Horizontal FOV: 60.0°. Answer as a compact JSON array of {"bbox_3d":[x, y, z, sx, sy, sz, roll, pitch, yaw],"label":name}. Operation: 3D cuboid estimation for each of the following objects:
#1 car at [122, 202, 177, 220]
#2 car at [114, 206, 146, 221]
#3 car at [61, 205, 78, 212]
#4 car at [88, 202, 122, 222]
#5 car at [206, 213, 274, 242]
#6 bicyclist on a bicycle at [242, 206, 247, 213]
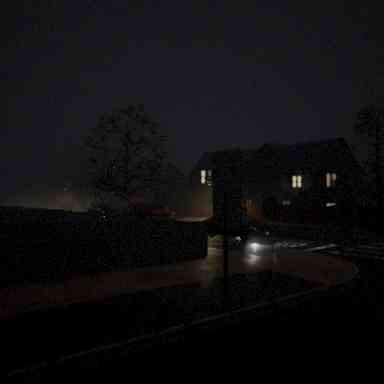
[{"bbox_3d":[-3.430,1.870,27.682,2.150,2.045,5.566,-1,-1,-35],"label":"car"},{"bbox_3d":[-7.181,2.400,38.004,1.812,1.442,4.674,-1,-1,-36],"label":"car"},{"bbox_3d":[-21.237,2.975,57.673,1.812,1.442,4.674,-1,-1,-36],"label":"car"},{"bbox_3d":[-9.630,2.123,36.370,2.150,2.045,5.566,-1,-1,-35],"label":"car"},{"bbox_3d":[2.582,1.929,19.268,1.812,1.442,4.674,-1,-1,-36],"label":"car"},{"bbox_3d":[4.078,1.787,27.236,1.656,1.620,0.582,-1,-1,-36],"label":"bicyclist on a bicycle"}]
